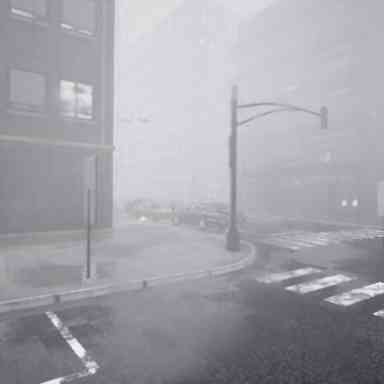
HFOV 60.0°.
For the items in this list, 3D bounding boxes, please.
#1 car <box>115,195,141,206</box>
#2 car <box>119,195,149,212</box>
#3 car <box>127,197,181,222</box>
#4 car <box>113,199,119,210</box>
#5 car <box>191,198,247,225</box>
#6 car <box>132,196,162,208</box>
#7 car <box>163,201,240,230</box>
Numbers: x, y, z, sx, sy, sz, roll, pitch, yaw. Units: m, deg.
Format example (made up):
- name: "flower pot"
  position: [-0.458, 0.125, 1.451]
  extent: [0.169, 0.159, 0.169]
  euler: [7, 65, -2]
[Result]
- name: "car"
  position: [-9.241, 1.142, 47.610]
  extent: [1.752, 1.417, 4.829]
  euler: [2, 0, -36]
- name: "car"
  position: [-4.915, 1.289, 31.814]
  extent: [1.812, 1.442, 4.674]
  euler: [1, 0, -36]
- name: "car"
  position: [-2.728, 1.362, 24.425]
  extent: [1.752, 1.417, 4.829]
  euler: [2, 0, -36]
- name: "car"
  position: [-9.383, 1.223, 33.565]
  extent: [1.887, 1.381, 4.507]
  euler: [2, 0, -36]
- name: "car"
  position: [1.657, 1.425, 22.782]
  extent: [1.837, 1.490, 4.892]
  euler: [1, 0, -36]
- name: "car"
  position: [-5.865, 1.247, 42.971]
  extent: [2.008, 1.369, 4.403]
  euler: [2, 0, -36]
- name: "car"
  position: [0.447, 1.463, 20.061]
  extent: [2.008, 1.369, 4.403]
  euler: [2, 0, -36]
